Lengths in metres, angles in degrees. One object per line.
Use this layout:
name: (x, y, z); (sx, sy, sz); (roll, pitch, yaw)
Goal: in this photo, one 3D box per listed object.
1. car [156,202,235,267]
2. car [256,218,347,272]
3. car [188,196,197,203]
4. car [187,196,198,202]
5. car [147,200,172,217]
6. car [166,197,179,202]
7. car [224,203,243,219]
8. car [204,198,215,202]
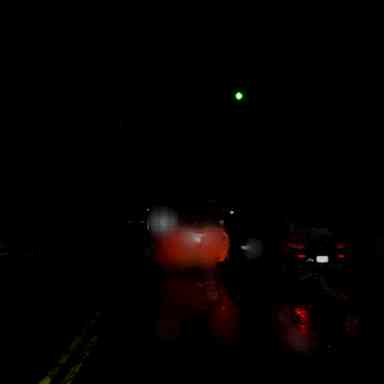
car: (0.107, 1.404, 11.738); (2.097, 1.767, 4.553); (0, 0, 0)
car: (3.357, 1.574, 10.867); (1.812, 1.442, 4.674); (0, 0, 0)
car: (0.050, 1.622, 73.921); (1.994, 1.385, 4.181); (0, 0, 0)
car: (0.043, 1.710, 63.499); (2.128, 1.511, 4.902); (0, 0, 0)
car: (-3.323, 1.730, 32.884); (1.895, 1.301, 4.718); (0, 0, 0)
car: (-3.298, 1.739, 47.617); (1.994, 1.385, 4.181); (0, 0, 0)
car: (3.371, 1.684, 30.130); (1.994, 1.385, 4.181); (0, 0, 0)
car: (3.293, 1.821, 64.005); (1.895, 1.301, 4.718); (0, 0, 0)
